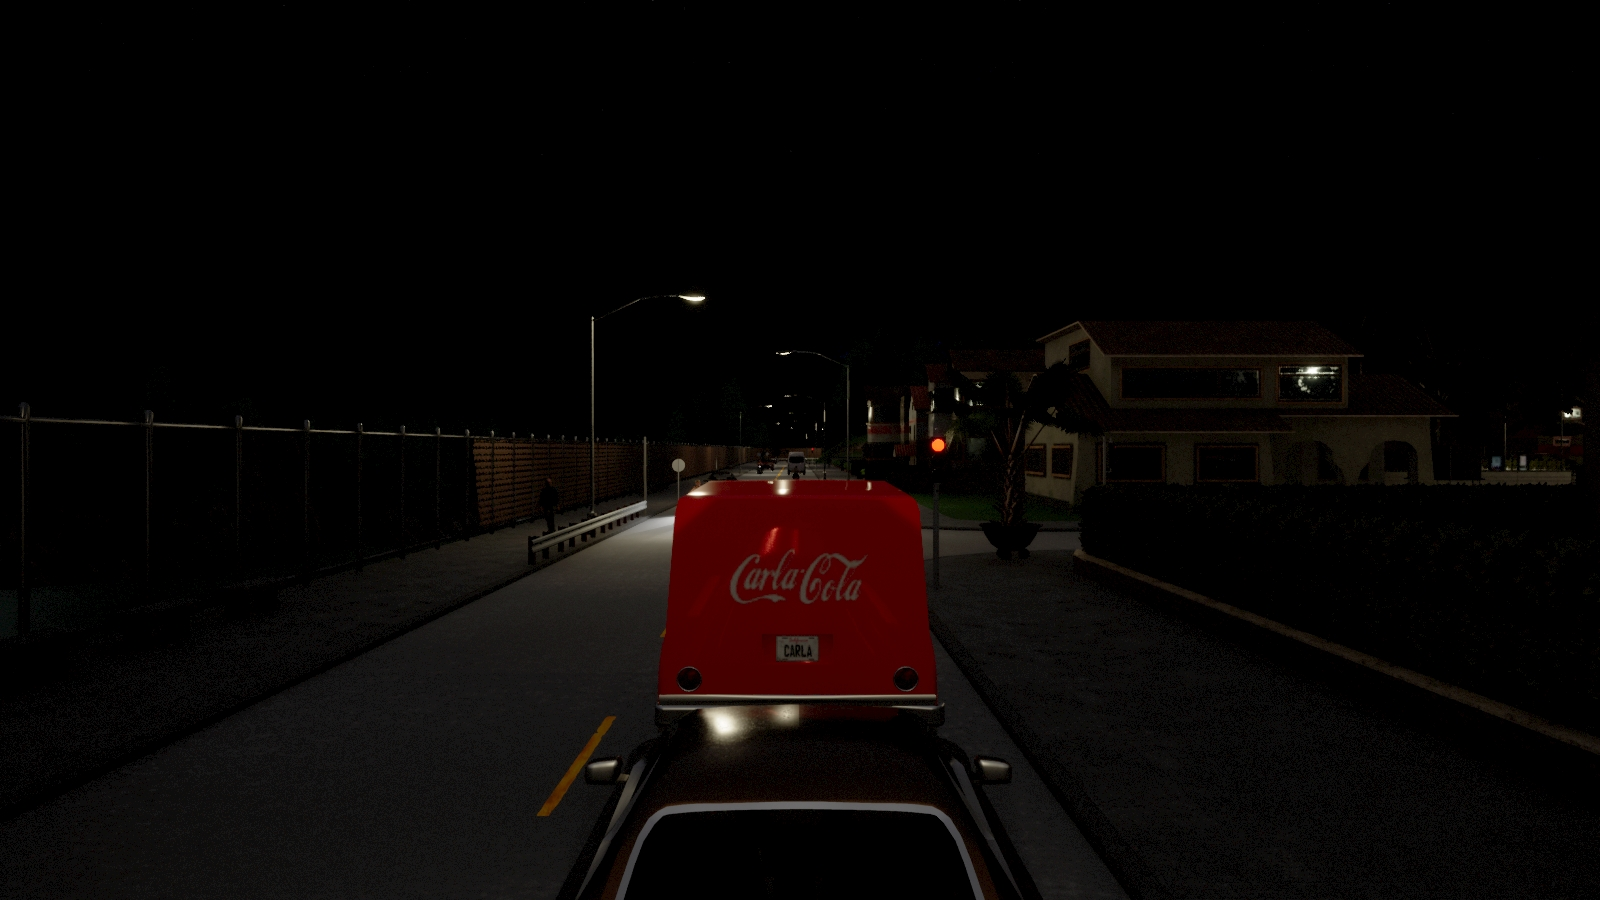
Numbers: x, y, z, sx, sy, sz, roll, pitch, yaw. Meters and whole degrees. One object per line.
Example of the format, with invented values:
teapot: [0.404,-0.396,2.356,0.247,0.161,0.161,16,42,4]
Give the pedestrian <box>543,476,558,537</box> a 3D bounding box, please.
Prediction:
pedestrian: [-7.653,1.732,35.056,0.375,1.860,0.375,0,0,-1]

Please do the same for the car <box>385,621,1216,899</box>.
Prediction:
car: [-0.006,1.989,5.238,2.152,1.651,5.027,0,0,0]

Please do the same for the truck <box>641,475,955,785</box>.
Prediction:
truck: [-0.025,1.564,12.158,2.627,2.467,5.204,0,0,0]
